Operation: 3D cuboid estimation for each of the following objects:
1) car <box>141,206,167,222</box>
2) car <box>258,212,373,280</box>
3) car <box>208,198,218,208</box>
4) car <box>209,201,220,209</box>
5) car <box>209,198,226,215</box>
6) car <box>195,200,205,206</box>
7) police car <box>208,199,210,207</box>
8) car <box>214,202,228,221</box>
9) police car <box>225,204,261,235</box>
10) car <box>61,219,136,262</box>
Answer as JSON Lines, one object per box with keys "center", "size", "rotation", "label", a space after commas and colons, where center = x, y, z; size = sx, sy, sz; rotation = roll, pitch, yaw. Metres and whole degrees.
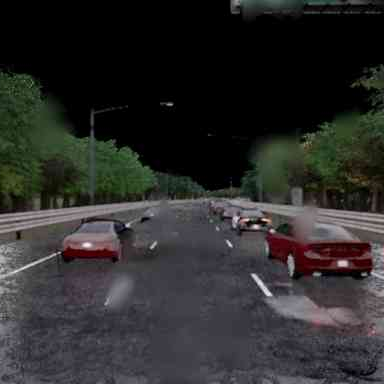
{"center": [-3.365, 1.962, 30.217], "size": [1.994, 1.385, 4.181], "rotation": [0, -1, 0], "label": "car"}
{"center": [3.604, 1.603, 10.408], "size": [1.882, 1.535, 5.008], "rotation": [0, -1, 0], "label": "car"}
{"center": [4.802, 2.417, 75.194], "size": [2.150, 2.045, 5.566], "rotation": [0, -1, 3], "label": "car"}
{"center": [4.304, 2.481, 64.297], "size": [2.163, 1.488, 4.792], "rotation": [0, -1, 2], "label": "car"}
{"center": [3.667, 1.941, 42.441], "size": [2.097, 1.767, 4.553], "rotation": [0, -1, 1], "label": "car"}
{"center": [1.781, 2.804, 84.128], "size": [2.033, 1.411, 5.357], "rotation": [0, -1, 4], "label": "car"}
{"center": [3.926, 2.280, 53.370], "size": [2.038, 1.542, 4.974], "rotation": [0, -1, 2], "label": "police car"}
{"center": [3.530, 1.966, 31.566], "size": [2.033, 1.411, 5.357], "rotation": [0, -1, 0], "label": "car"}
{"center": [3.504, 1.765, 20.626], "size": [2.038, 1.542, 4.974], "rotation": [0, -1, 0], "label": "police car"}
{"center": [-3.398, 1.720, 12.799], "size": [1.994, 1.385, 4.181], "rotation": [0, -1, 0], "label": "car"}
